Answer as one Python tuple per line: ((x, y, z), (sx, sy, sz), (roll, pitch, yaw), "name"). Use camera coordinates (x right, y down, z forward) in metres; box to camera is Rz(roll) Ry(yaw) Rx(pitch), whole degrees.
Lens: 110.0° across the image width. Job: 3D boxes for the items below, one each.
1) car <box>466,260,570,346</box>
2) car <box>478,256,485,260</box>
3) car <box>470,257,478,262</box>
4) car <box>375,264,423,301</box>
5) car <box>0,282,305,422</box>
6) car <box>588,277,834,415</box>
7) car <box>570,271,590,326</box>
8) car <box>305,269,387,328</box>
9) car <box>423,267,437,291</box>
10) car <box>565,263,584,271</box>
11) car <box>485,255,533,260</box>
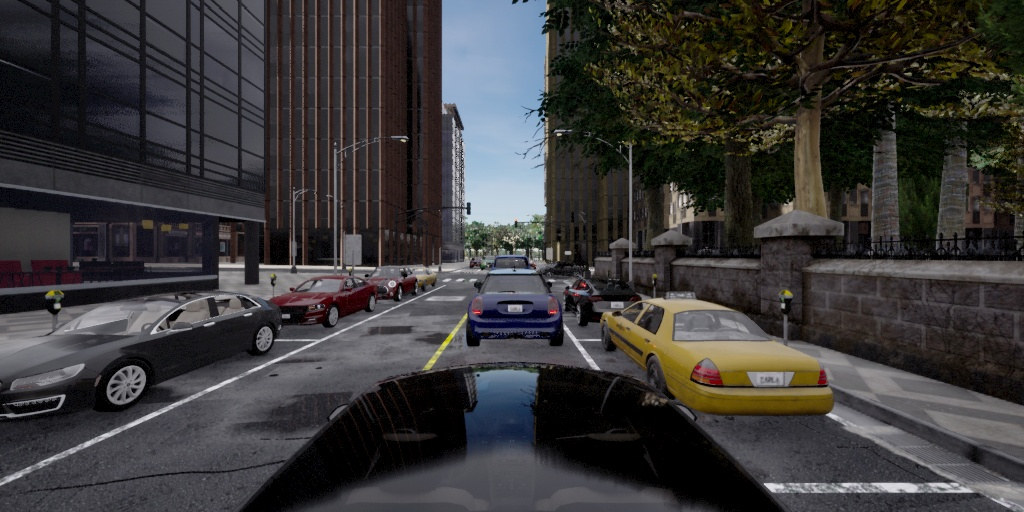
((0.037, 1.102, 9.527), (2.097, 1.767, 4.553), (0, 0, -1), "car")
((-3.205, 0.982, 51.202), (2.150, 2.045, 5.566), (0, 0, -1), "car")
((-5.884, 1.079, 59.726), (2.192, 1.841, 5.009), (0, 0, 0), "car")
((-5.795, 1.190, 16.862), (1.967, 1.591, 4.097), (0, 0, 0), "car")
((-5.772, 1.300, 5.948), (2.007, 1.370, 4.403), (0, 0, 0), "car")
((2.753, 1.275, 6.138), (1.751, 1.417, 4.829), (0, 0, 0), "car")
((2.742, 1.316, 11.425), (1.948, 1.339, 4.313), (0, 0, 0), "car")
((-5.783, 1.295, 11.405), (1.888, 1.381, 4.507), (0, 0, 0), "car")
((-5.806, 1.277, 22.149), (1.751, 1.417, 4.829), (0, 0, 0), "car")
((4.754, 1.382, 35.821), (4.892, 1.490, 1.837), (1, -1, -15), "car")
((-0.031, 0.973, 18.961), (2.150, 2.045, 5.566), (0, 0, 0), "car")
